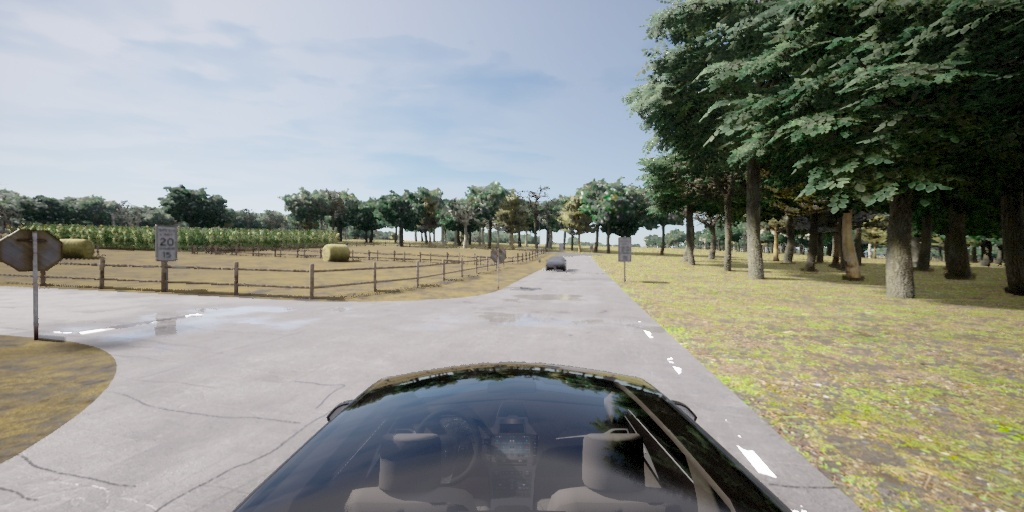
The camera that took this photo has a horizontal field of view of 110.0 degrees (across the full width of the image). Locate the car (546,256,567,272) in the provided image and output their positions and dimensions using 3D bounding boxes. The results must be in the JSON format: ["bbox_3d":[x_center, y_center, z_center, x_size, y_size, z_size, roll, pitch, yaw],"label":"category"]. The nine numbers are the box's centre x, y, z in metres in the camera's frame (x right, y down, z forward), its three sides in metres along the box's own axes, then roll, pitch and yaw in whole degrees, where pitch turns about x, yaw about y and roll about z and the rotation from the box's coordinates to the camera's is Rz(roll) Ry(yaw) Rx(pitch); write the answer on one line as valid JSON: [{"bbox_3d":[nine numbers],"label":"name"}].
[{"bbox_3d":[4.480,0.767,35.974,1.882,1.535,5.008,0,1,11],"label":"car"}]
